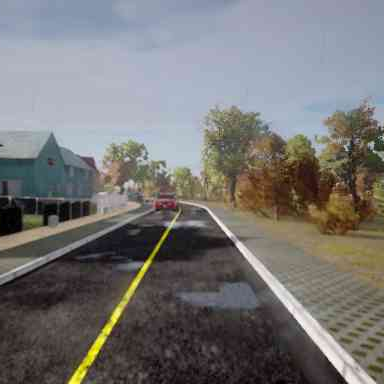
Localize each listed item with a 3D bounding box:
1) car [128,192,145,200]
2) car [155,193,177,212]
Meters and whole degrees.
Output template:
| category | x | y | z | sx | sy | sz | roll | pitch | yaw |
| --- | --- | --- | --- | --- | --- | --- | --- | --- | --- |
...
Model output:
| category | x | y | z | sx | sy | sz | roll | pitch | yaw |
| --- | --- | --- | --- | --- | --- | --- | --- | --- | --- |
| car | -12.459 | 0.852 | 74.697 | 2.097 | 1.767 | 4.553 | 0 | 1 | -39 |
| car | -2.879 | 1.144 | 37.453 | 2.150 | 2.045 | 5.566 | 1 | 0 | -1 |
